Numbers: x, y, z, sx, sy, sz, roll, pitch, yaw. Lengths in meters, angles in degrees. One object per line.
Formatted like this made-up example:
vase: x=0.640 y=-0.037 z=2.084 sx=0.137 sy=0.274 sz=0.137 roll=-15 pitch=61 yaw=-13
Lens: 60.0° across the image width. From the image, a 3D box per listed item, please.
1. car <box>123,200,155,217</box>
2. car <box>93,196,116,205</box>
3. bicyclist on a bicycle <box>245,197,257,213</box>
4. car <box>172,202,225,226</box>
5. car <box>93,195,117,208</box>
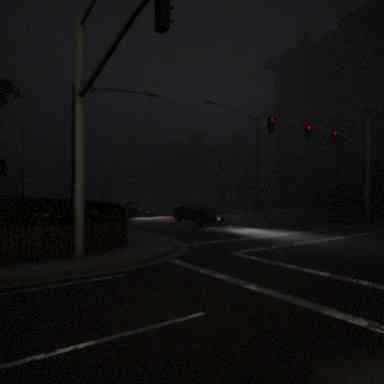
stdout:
car: x=-5.316 y=1.565 z=32.492 sx=1.812 sy=1.442 sz=4.674 roll=0 pitch=0 yaw=-35
car: x=-11.155 y=1.587 z=40.942 sx=2.033 sy=1.411 sz=5.357 roll=0 pitch=0 yaw=-34
bicyclist on a bicycle: x=6.233 y=1.372 z=35.089 sx=1.656 sy=1.620 sz=0.582 roll=0 pitch=0 yaw=-35
car: x=0.412 y=1.530 z=24.202 sx=2.128 sy=1.511 sz=4.902 roll=0 pitch=0 yaw=-35
car: x=-13.263 y=1.402 z=50.442 sx=2.097 sy=1.767 sz=4.553 roll=0 pitch=0 yaw=-35
